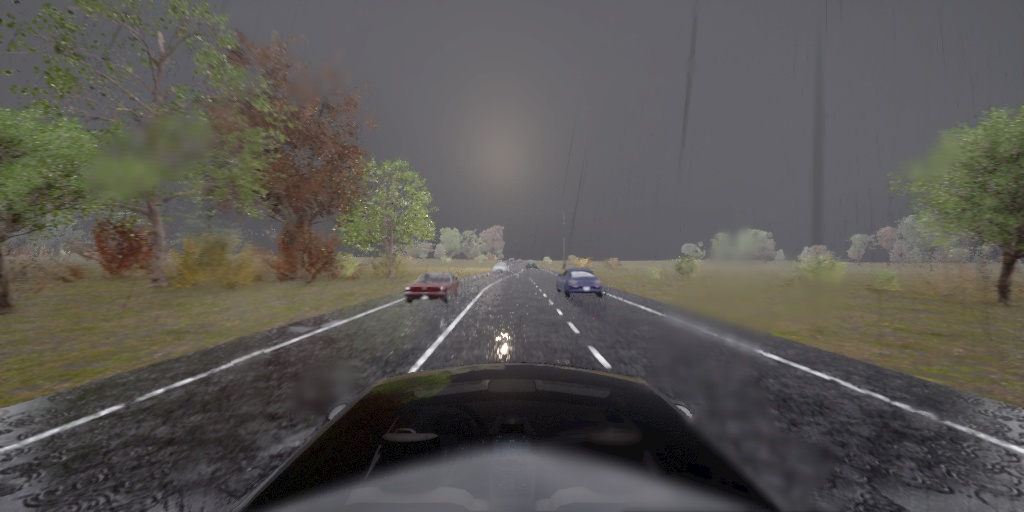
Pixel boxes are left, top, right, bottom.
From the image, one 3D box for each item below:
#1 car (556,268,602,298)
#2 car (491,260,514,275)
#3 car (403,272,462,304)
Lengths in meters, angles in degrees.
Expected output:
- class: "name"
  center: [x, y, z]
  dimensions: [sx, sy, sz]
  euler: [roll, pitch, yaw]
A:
- class: "car"
  center: [3.500, 1.373, 19.117]
  dimensions: [1.812, 1.442, 4.674]
  euler: [0, 0, 0]
- class: "car"
  center: [-1.257, 1.513, 43.893]
  dimensions: [1.812, 1.442, 4.674]
  euler: [0, 0, 7]
- class: "car"
  center: [-3.609, 1.437, 17.033]
  dimensions: [1.895, 1.301, 4.718]
  euler: [0, 0, 0]
